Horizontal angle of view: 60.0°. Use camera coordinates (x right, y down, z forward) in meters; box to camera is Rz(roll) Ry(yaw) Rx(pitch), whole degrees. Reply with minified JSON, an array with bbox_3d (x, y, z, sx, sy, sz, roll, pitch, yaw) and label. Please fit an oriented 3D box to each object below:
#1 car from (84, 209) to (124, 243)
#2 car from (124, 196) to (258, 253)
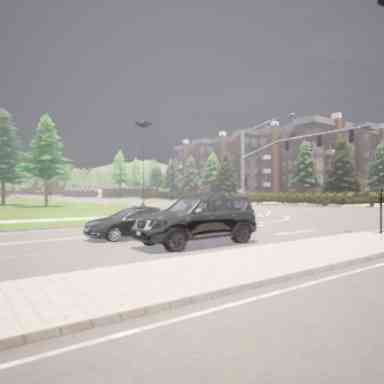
[{"bbox_3d":[-2.694,1.477,16.124,4.892,1.490,1.837,0,0,-35],"label":"car"},{"bbox_3d":[0.287,1.191,13.936,5.566,2.045,2.150,0,0,-35],"label":"car"}]
